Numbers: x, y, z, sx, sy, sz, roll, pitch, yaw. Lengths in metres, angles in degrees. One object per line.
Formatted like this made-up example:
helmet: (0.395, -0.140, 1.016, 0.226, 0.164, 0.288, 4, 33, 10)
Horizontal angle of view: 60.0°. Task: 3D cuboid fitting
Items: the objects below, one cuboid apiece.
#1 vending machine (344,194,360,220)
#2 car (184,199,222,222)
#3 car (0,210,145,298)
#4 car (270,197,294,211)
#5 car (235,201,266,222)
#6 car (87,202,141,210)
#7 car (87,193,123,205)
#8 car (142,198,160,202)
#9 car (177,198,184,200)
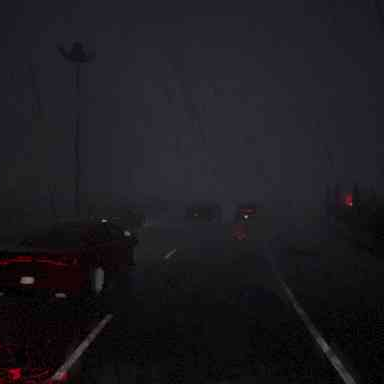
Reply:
vending machine: (13.228, 1.230, 27.478, 1.100, 2.100, 0.880, 0, 0, 21)
car: (1.051, 1.473, 26.483, 1.882, 1.535, 5.008, 0, 0, 18)
car: (-2.770, 1.466, 8.555, 1.882, 1.535, 5.008, 0, 0, 6)
car: (11.059, 1.376, 40.804, 2.097, 1.767, 4.553, 0, 0, 28)
car: (4.628, 1.513, 26.162, 1.837, 1.490, 4.892, 0, 0, 18)
car: (-4.358, 1.544, 19.906, 1.994, 1.385, 4.181, 0, 0, 13)
car: (-11.258, 1.172, 43.608, 2.150, 2.045, 5.566, 0, 0, 25)
car: (-5.839, 1.568, 46.772, 1.895, 1.301, 4.718, 0, 0, 28)
car: (-1.489, 1.582, 47.474, 1.895, 1.301, 4.718, 0, 0, 29)
